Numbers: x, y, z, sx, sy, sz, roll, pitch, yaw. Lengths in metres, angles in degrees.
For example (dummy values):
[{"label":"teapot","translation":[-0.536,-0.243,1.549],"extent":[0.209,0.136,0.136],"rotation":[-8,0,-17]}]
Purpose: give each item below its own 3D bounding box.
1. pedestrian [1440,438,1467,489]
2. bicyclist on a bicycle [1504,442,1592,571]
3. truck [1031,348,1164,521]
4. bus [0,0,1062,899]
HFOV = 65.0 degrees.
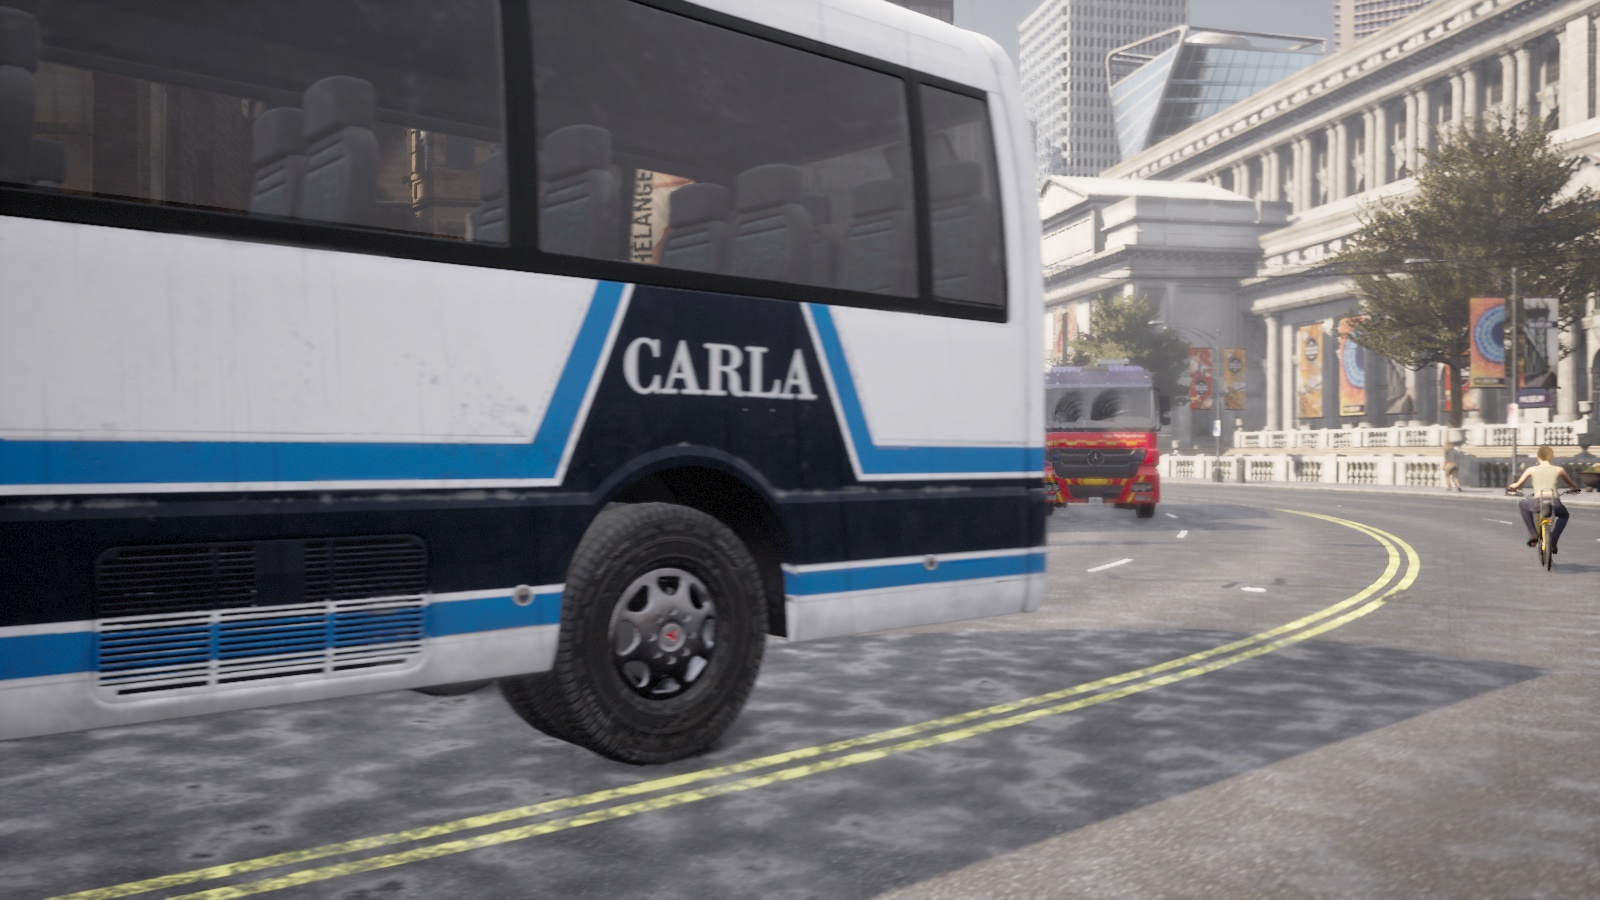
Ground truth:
[{"label":"pedestrian","translation":[23.576,0.489,45.311],"extent":[0.540,1.848,0.694],"rotation":[0,0,-8]},{"label":"bicyclist on a bicycle","translation":[9.824,0.710,16.542],"extent":[0.866,1.612,1.509],"rotation":[-1,0,27]},{"label":"truck","translation":[7.538,-0.332,32.295],"extent":[2.891,3.827,8.468],"rotation":[0,0,12]},{"label":"bus","translation":[-3.670,-0.603,5.300],"extent":[10.273,4.253,3.944],"rotation":[0,0,-41]}]
